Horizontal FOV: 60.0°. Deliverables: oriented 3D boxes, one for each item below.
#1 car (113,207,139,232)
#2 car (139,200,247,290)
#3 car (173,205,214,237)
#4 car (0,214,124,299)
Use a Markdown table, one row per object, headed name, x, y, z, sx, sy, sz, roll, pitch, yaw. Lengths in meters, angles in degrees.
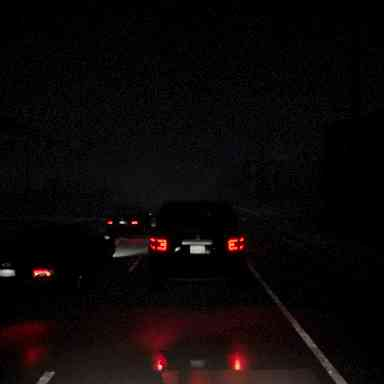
| name | x | y | z | sx | sy | sz | roll | pitch | yaw |
| --- | --- | --- | --- | --- | --- | --- | --- | --- | --- |
| car | -3.412 | 1.536 | 18.719 | 2.033 | 1.411 | 5.357 | 0 | 0 | 0 |
| car | 0.095 | 1.216 | 9.188 | 2.150 | 2.045 | 5.566 | 0 | 0 | 0 |
| car | 0.091 | 1.536 | 19.119 | 2.033 | 1.411 | 5.357 | 0 | 0 | 0 |
| car | -3.410 | 1.542 | 8.648 | 2.033 | 1.411 | 5.357 | 0 | 0 | 0 |
